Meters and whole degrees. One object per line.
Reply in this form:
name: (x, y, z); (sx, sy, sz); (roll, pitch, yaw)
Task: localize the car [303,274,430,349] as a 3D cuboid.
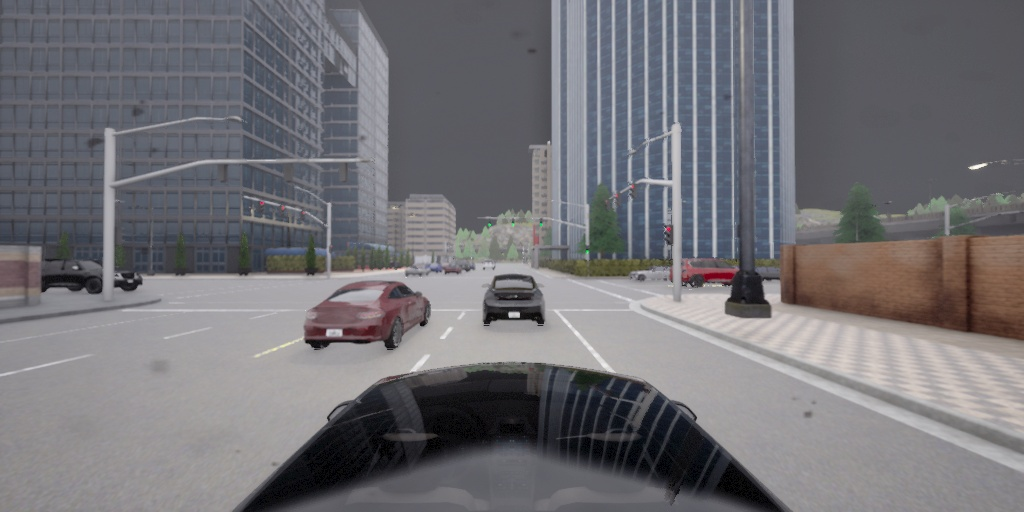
car: (-3.437, 1.356, 9.243); (1.812, 1.442, 4.674); (0, -1, 0)

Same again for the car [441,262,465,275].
car: (-7.912, 1.848, 48.457); (1.895, 1.301, 4.718); (0, -1, -1)

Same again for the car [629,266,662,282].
car: (13.027, 1.605, 32.531); (4.674, 1.442, 1.812); (0, -1, 1)

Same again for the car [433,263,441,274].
car: (-11.473, 1.770, 52.644); (1.882, 1.535, 5.008); (0, -1, -1)

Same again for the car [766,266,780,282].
car: (22.613, 1.628, 32.635); (5.357, 1.411, 2.033); (0, -1, -1)

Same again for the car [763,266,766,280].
car: (17.209, 1.520, 29.088); (5.008, 1.535, 1.882); (0, -1, -1)

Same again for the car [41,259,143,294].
car: (-25.666, 1.182, 21.496); (5.566, 2.045, 2.150); (0, -1, -1)

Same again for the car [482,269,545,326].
car: (0.044, 1.368, 12.201); (1.837, 1.490, 4.892); (0, 0, 0)

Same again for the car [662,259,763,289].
car: (14.064, 1.224, 25.363); (5.566, 2.045, 2.150); (0, -1, -1)

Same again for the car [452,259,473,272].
car: (-8.050, 1.573, 58.255); (2.150, 2.045, 5.566); (0, -1, -1)

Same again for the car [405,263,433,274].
car: (-11.395, 1.793, 43.251); (1.895, 1.301, 4.718); (0, -1, 1)
